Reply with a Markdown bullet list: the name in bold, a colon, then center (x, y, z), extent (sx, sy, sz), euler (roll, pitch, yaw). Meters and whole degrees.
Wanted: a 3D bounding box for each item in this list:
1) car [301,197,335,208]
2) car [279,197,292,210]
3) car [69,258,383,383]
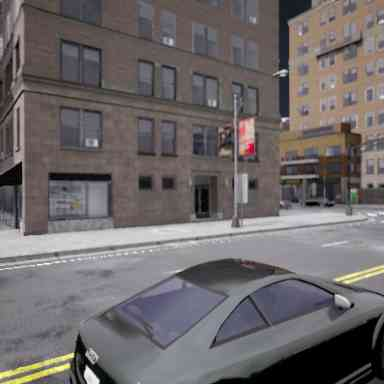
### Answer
- **car**: center (15.803, 1.260, 41.898), extent (1.947, 1.339, 4.313), euler (0, 0, -35)
- **car**: center (9.234, 1.172, 37.288), extent (1.967, 1.590, 4.097), euler (0, 0, -35)
- **car**: center (0.779, 1.539, 3.985), extent (4.181, 1.385, 1.994), euler (0, 0, -36)
